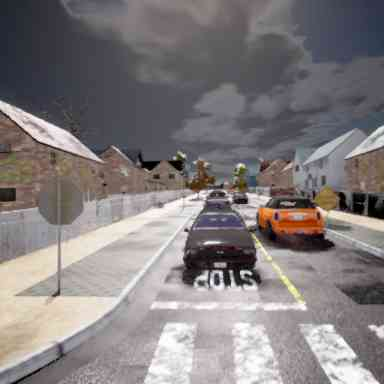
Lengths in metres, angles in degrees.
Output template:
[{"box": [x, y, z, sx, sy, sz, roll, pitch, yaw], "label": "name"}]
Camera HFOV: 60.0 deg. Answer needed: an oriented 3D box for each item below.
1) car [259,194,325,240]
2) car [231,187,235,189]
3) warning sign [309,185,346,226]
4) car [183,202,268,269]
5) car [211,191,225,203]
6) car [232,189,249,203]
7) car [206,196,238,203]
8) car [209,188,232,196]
[{"box": [4.149, 0.948, 14.681, 2.097, 1.767, 4.553, -1, 1, 4], "label": "car"}, {"box": [10.237, -0.376, 86.262, 2.097, 1.767, 4.553, -4, 0, 4], "label": "car"}, {"box": [6.623, 0.643, 16.334, 1.300, 1.860, 1.060, -4, -2, 4], "label": "warning sign"}, {"box": [0.854, 1.273, 10.402, 2.033, 1.411, 5.357, -1, 1, 4], "label": "car"}, {"box": [3.587, 0.593, 46.048, 1.837, 1.490, 4.892, -1, 1, 4], "label": "car"}, {"box": [6.088, 0.666, 41.808, 2.033, 1.411, 5.357, -1, 1, 5], "label": "car"}, {"box": [1.651, 1.136, 21.158, 1.895, 1.301, 4.718, -1, 1, 4], "label": "car"}, {"box": [2.385, 0.713, 31.034, 2.097, 1.767, 4.553, -1, 1, 4], "label": "car"}]
